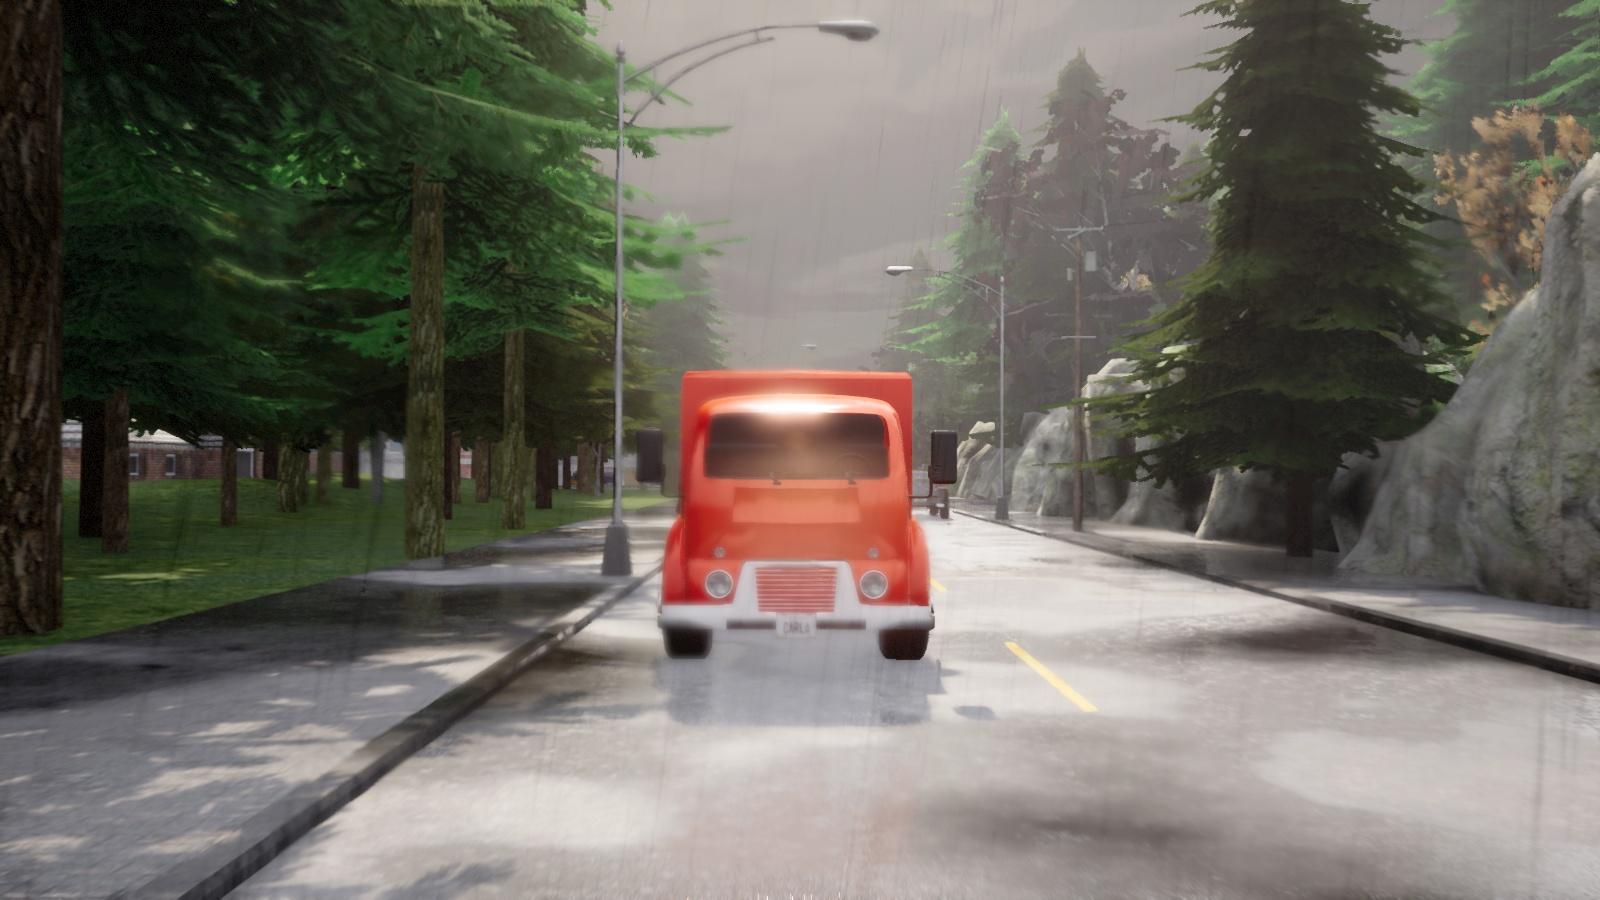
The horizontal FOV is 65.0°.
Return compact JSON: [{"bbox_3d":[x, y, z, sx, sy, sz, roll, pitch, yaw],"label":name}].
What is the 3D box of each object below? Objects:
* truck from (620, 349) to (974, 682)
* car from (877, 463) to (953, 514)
[{"bbox_3d":[-0.030,0.528,11.965,2.627,2.467,5.204,0,-1,0],"label":"truck"},{"bbox_3d":[3.896,1.305,43.521,2.152,1.651,5.027,0,-1,0],"label":"car"}]
